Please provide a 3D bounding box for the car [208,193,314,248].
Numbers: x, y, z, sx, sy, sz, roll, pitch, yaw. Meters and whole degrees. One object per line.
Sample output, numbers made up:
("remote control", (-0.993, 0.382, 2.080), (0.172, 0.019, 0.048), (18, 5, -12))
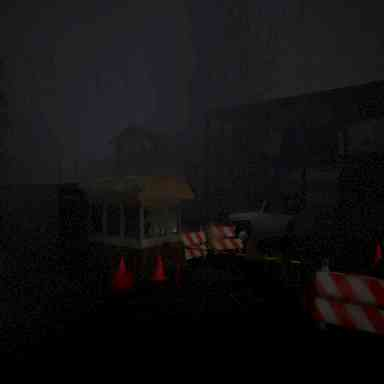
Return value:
("car", (2.698, 0.986, 12.682), (3.866, 1.878, 1.905), (0, 0, -18))
